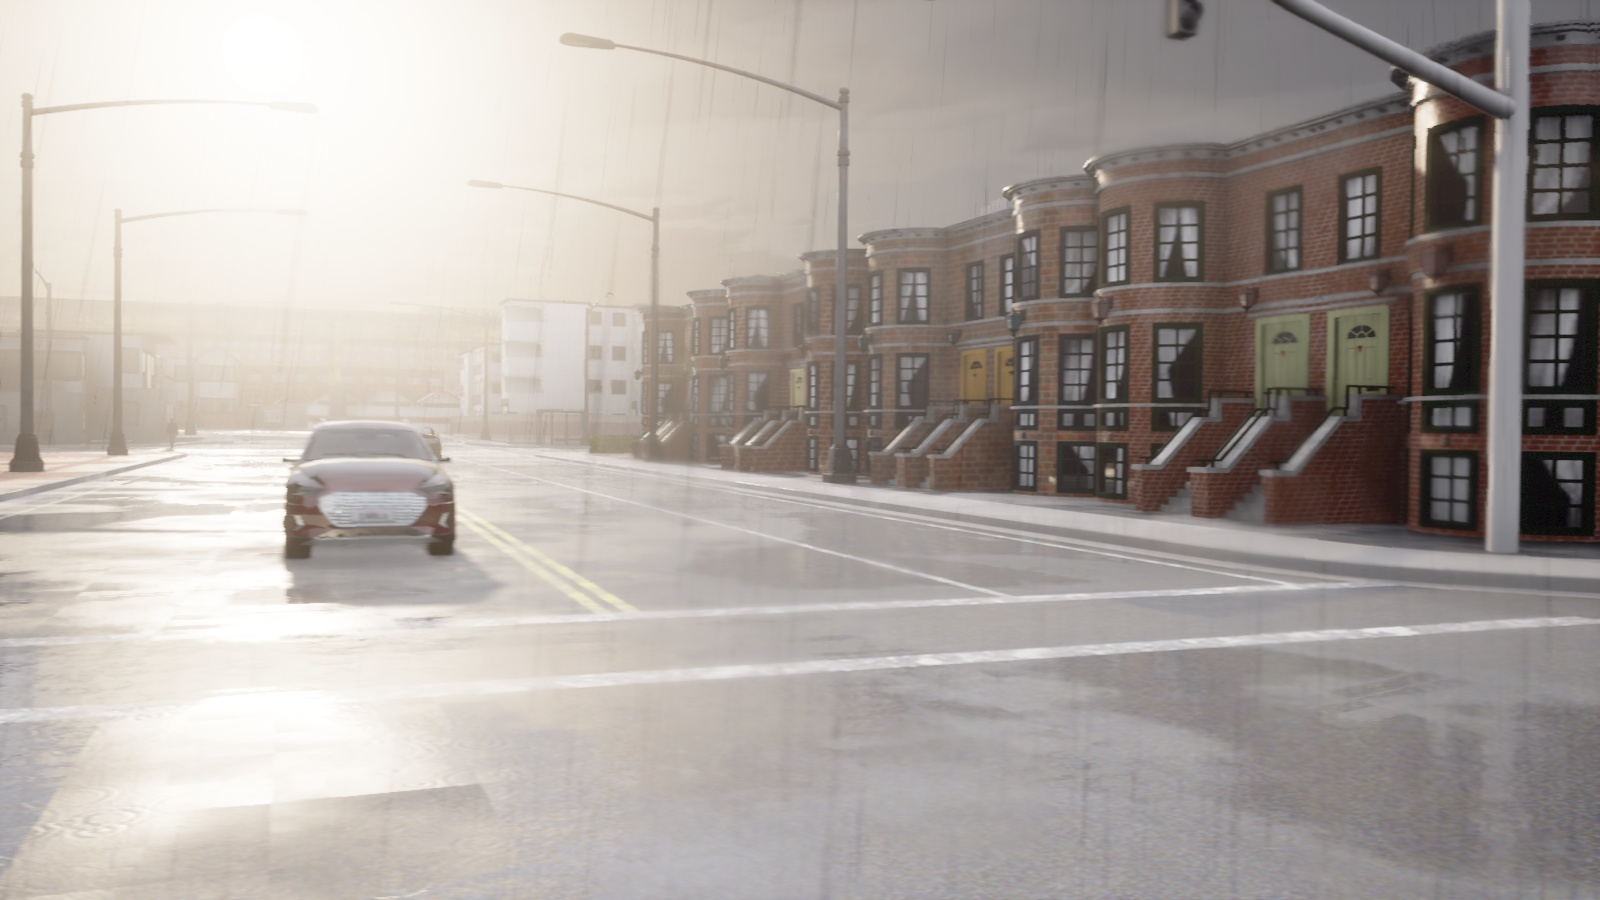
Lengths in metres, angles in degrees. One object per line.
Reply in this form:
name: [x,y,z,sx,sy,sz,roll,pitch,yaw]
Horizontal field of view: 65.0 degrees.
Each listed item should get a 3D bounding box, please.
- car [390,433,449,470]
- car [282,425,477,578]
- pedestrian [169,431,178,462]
car: [-16.987,0.028,55.917,2.128,1.511,4.902,-1,1,-21]
car: [-5.510,0.524,16.222,2.033,1.649,4.856,-1,1,-21]
pedestrian: [-36.962,-0.222,74.061,0.431,1.840,0.703,-1,1,-26]
